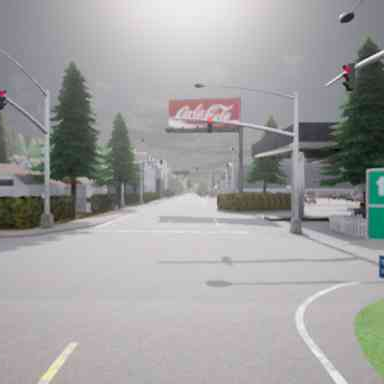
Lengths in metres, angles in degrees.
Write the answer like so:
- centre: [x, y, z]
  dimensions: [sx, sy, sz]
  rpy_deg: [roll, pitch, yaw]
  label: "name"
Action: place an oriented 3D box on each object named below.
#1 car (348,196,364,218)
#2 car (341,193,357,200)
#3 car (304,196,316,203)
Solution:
- centre: [14.389, 1.454, 25.253]
  dimensions: [3.866, 1.878, 1.905]
  rpy_deg: [0, 0, 0]
  label: "car"
- centre: [34.967, 1.345, 72.093]
  dimensions: [2.007, 1.523, 4.514]
  rpy_deg: [0, 0, 0]
  label: "car"
- centre: [22.556, 1.423, 64.313]
  dimensions: [1.970, 1.475, 3.806]
  rpy_deg: [0, 0, 0]
  label: "car"
